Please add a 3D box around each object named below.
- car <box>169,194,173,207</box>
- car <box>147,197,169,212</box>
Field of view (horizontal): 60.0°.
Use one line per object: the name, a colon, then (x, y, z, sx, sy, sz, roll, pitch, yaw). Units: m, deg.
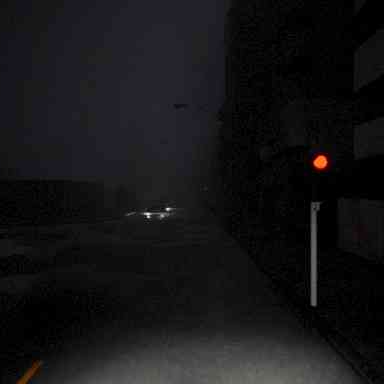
car: (-4.142, 1.505, 49.562, 1.837, 1.490, 4.892, 0, 0, 1)
car: (-4.158, 1.478, 39.535, 1.882, 1.535, 5.008, 0, 0, 0)
